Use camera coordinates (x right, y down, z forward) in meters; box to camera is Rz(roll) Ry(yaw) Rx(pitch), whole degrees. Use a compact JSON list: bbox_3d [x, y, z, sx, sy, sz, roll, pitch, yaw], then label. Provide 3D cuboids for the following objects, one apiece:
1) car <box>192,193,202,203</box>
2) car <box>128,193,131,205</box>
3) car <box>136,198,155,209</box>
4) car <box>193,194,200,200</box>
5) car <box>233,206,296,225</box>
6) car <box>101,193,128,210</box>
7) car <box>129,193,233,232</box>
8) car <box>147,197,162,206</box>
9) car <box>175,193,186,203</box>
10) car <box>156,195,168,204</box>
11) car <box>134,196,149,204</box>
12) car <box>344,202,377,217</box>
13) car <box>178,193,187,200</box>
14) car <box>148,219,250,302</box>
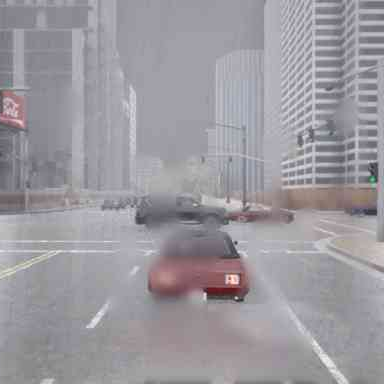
[{"bbox_3d":[1.012,1.216,73.311,2.150,2.045,5.566,0,0,1],"label":"car"},{"bbox_3d":[-9.868,1.221,51.991,2.150,2.045,5.566,0,0,1],"label":"car"},{"bbox_3d":[-6.460,1.601,46.788,1.895,1.301,4.718,0,0,1],"label":"car"},{"bbox_3d":[1.162,1.353,83.981,1.812,1.442,4.674,0,0,1],"label":"car"},{"bbox_3d":[4.705,1.601,23.269,4.718,1.301,1.895,0,0,1],"label":"car"},{"bbox_3d":[-10.022,1.352,42.408,2.097,1.767,4.553,0,0,1],"label":"car"},{"bbox_3d":[-0.621,1.221,19.816,5.566,2.045,2.150,0,0,1],"label":"car"},{"bbox_3d":[-6.313,1.564,56.790,1.994,1.385,4.181,0,0,0],"label":"car"},{"bbox_3d":[-2.487,1.216,73.360,2.150,2.045,5.566,0,0,1],"label":"car"},{"bbox_3d":[-6.094,1.477,67.238,1.882,1.535,5.008,0,0,1],"label":"car"},{"bbox_3d":[-9.661,1.547,63.975,2.033,1.411,5.357,0,0,2],"label":"car"},{"bbox_3d":[16.532,1.601,30.367,4.718,1.301,1.895,0,0,1],"label":"car"},{"bbox_3d":[-2.338,1.184,84.000,2.097,1.767,4.553,0,0,1],"label":"car"},{"bbox_3d":[0.211,1.601,8.239,1.895,1.301,4.718,0,0,2],"label":"car"}]
